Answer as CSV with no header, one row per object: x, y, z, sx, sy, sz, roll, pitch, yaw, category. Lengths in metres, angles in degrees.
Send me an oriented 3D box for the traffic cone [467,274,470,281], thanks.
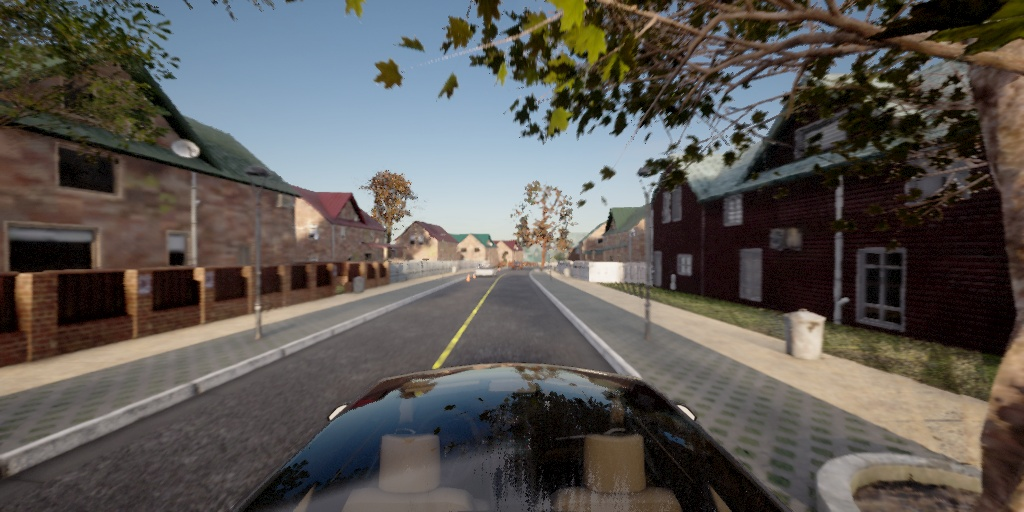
-3.851,1.905,31.668,0.340,0.580,0.340,0,0,0,traffic cone

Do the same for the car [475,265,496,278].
-2.718,1.604,37.680,1.895,1.301,4.718,0,-1,2,car
